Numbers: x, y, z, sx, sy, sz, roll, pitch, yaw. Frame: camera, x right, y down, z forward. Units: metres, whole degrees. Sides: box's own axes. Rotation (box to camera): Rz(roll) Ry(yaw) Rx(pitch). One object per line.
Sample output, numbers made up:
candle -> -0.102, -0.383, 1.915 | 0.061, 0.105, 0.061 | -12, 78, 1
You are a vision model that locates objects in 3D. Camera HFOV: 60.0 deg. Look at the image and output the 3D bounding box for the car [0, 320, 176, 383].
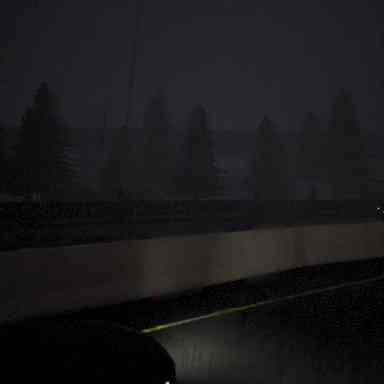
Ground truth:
car -> -2.245, 1.520, 1.986 | 4.674, 1.442, 1.812 | 0, 0, -35
